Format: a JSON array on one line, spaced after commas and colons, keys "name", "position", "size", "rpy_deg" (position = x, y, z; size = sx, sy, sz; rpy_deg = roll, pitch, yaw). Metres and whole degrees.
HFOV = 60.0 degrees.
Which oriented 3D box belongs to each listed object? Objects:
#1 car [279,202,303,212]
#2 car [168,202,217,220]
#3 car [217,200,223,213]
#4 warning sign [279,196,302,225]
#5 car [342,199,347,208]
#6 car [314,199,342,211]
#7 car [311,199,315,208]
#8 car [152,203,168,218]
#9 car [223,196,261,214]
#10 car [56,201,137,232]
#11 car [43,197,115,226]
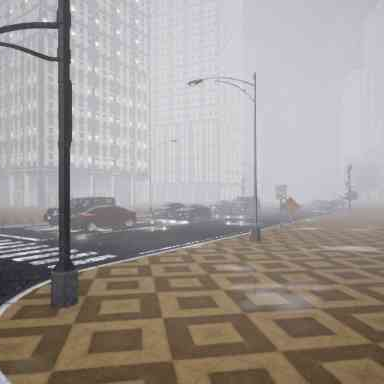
[{"name": "car", "position": [12.699, 1.883, 42.392], "size": [1.895, 1.301, 4.718], "rpy_deg": [0, -1, 33]}, {"name": "car", "position": [0.115, 1.754, 29.941], "size": [1.994, 1.385, 4.181], "rpy_deg": [0, -1, 34]}, {"name": "car", "position": [3.856, 1.768, 41.193], "size": [2.128, 1.511, 4.902], "rpy_deg": [0, -1, 34]}, {"name": "warning sign", "position": [6.811, 1.251, 22.975], "size": [1.300, 1.860, 1.060], "rpy_deg": [0, 0, 34]}, {"name": "car", "position": [24.205, 1.839, 54.742], "size": [1.882, 1.535, 5.008], "rpy_deg": [0, 0, 31]}, {"name": "car", "position": [18.802, 1.852, 45.893], "size": [2.033, 1.411, 5.357], "rpy_deg": [0, 0, 31]}, {"name": "car", "position": [21.482, 1.903, 56.519], "size": [1.812, 1.442, 4.674], "rpy_deg": [0, -1, 31]}, {"name": "car", "position": [-1.965, 1.737, 32.649], "size": [1.812, 1.442, 4.674], "rpy_deg": [0, -1, 34]}, {"name": "car", "position": [6.158, 1.479, 38.796], "size": [2.150, 2.045, 5.566], "rpy_deg": [0, -1, 34]}, {"name": "car", "position": [-5.743, 1.600, 21.376], "size": [1.882, 1.535, 5.008], "rpy_deg": [0, -1, 34]}, {"name": "car", "position": [-7.814, 1.366, 24.106], "size": [2.150, 2.045, 5.566], "rpy_deg": [0, -1, 34]}]
